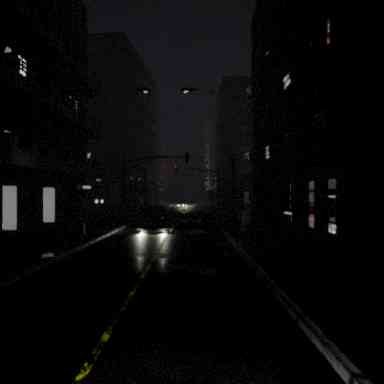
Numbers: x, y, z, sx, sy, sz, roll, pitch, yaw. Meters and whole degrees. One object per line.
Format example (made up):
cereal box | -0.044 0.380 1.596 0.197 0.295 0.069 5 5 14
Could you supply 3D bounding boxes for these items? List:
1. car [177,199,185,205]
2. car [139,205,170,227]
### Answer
car | -2.731 2.493 83.908 2.128 1.511 4.902 0 -1 0
car | -2.767 1.747 25.150 1.882 1.535 5.008 0 -1 0
